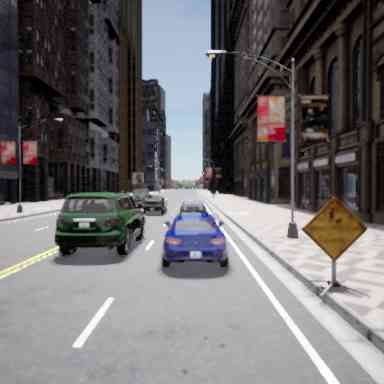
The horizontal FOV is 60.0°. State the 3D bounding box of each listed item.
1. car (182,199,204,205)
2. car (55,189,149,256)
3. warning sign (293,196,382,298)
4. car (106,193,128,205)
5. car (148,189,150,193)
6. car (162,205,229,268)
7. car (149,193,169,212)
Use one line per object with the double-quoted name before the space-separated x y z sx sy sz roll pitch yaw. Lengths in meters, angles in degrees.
"car" 0.081 1.211 26.951 1.895 1.301 4.718 0 1 0
"car" -3.164 1.037 12.481 2.150 2.045 5.566 0 1 0
"warning sign" 2.848 1.016 6.672 1.300 1.860 1.060 0 1 0
"car" -9.838 0.875 43.933 1.837 1.490 4.892 0 1 0
"car" -6.593 0.608 42.814 2.150 2.045 5.566 0 1 0
"car" 0.077 1.370 10.604 1.812 1.442 4.674 0 1 0
"car" -3.164 1.087 28.849 1.837 1.490 4.892 0 1 0
